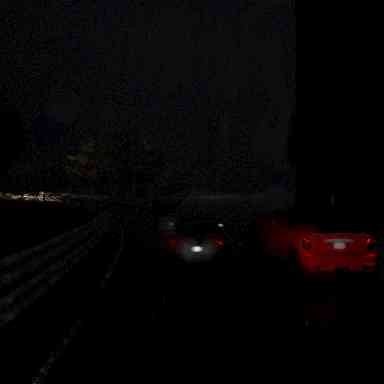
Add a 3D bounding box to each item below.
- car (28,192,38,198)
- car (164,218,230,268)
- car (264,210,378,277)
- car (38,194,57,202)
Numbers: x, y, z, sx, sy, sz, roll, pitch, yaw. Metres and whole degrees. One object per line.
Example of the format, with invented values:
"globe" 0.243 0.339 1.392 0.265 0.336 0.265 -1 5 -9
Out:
"car" -33.756 0.799 70.127 2.128 1.511 4.902 0 1 -39
"car" 0.146 1.558 11.255 1.994 1.385 4.181 0 0 0
"car" 3.645 1.338 10.318 2.097 1.767 4.553 0 0 0
"car" -26.666 1.086 62.733 4.674 1.442 1.812 1 1 45
